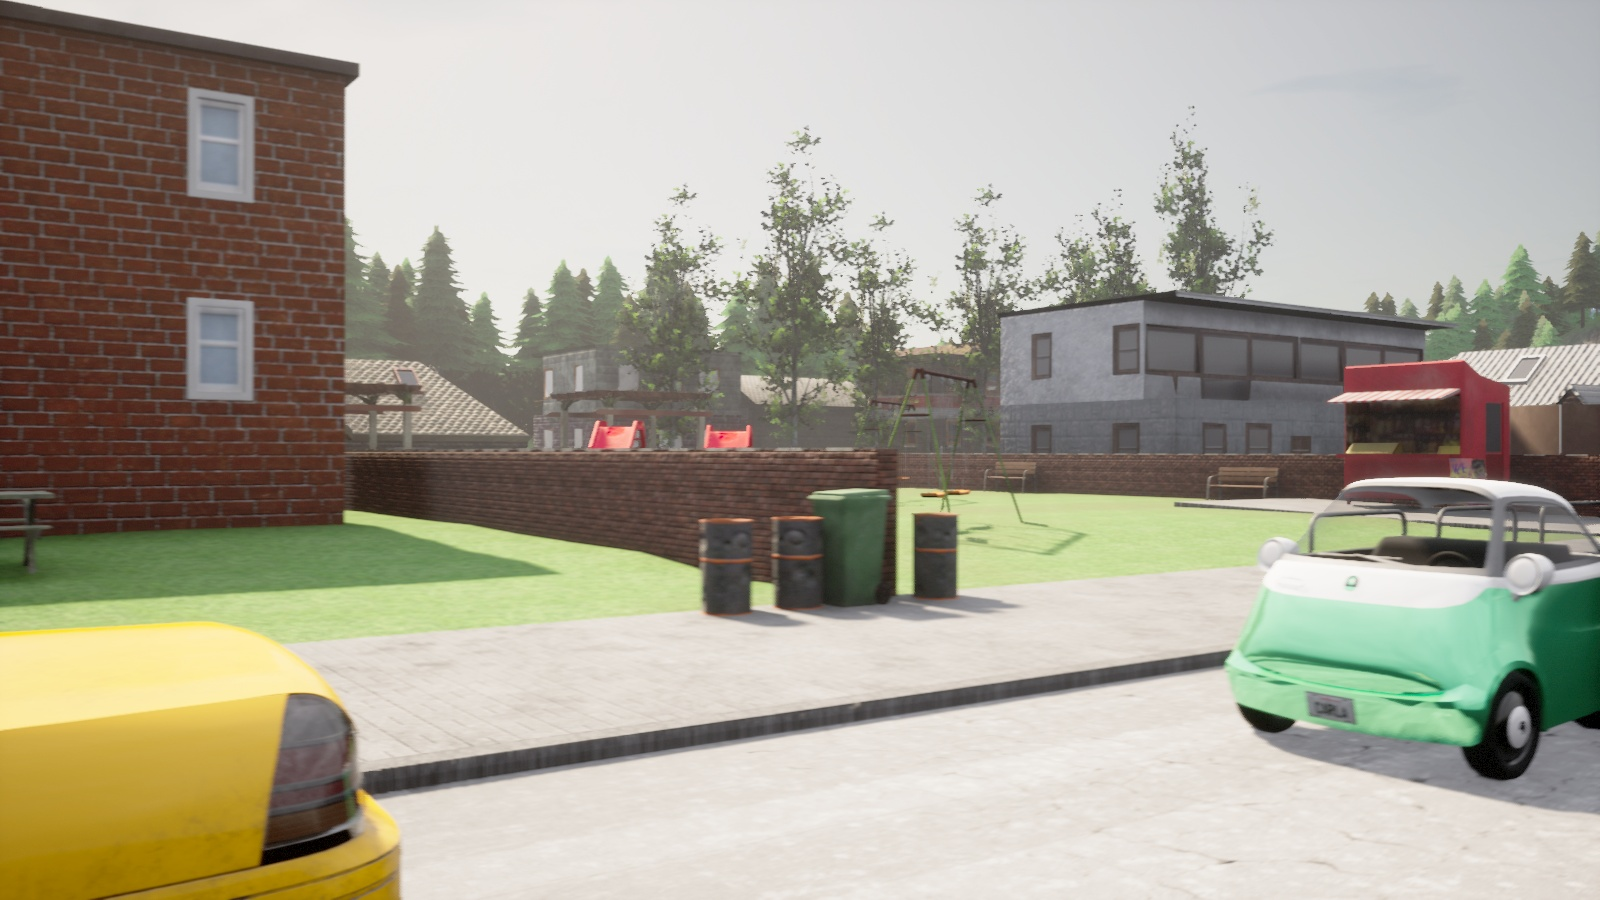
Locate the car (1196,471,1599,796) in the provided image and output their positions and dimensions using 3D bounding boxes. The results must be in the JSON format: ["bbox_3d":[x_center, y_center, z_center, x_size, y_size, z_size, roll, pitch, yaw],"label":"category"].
[{"bbox_3d":[3.417,0.809,6.643,2.207,1.376,1.481,0,0,-35],"label":"car"}]

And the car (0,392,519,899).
[{"bbox_3d":[-3.330,0.694,1.941,5.366,1.575,1.801,0,0,-34],"label":"car"}]
